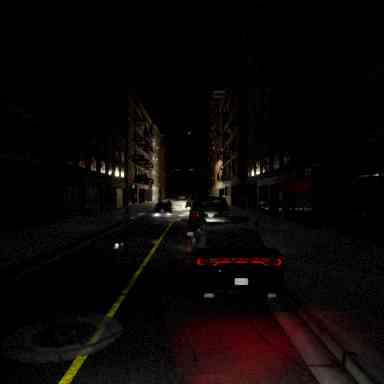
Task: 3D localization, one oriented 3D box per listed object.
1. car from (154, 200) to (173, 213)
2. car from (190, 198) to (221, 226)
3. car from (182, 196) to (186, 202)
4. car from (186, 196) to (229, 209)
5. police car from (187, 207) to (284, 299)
[{"bbox_3d":[-3.095,1.567,37.244,2.033,1.411,5.357,0,0,0],"label":"car"},{"bbox_3d":[0.904,1.361,24.504,2.097,1.767,4.553,0,0,0],"label":"car"},{"bbox_3d":[0.032,1.577,46.861,2.033,1.411,5.357,0,0,1],"label":"car"},{"bbox_3d":[0.904,1.231,18.565,2.150,2.045,5.566,0,0,0],"label":"car"},{"bbox_3d":[0.901,1.427,8.644,1.930,1.638,5.238,0,0,0],"label":"police car"}]
